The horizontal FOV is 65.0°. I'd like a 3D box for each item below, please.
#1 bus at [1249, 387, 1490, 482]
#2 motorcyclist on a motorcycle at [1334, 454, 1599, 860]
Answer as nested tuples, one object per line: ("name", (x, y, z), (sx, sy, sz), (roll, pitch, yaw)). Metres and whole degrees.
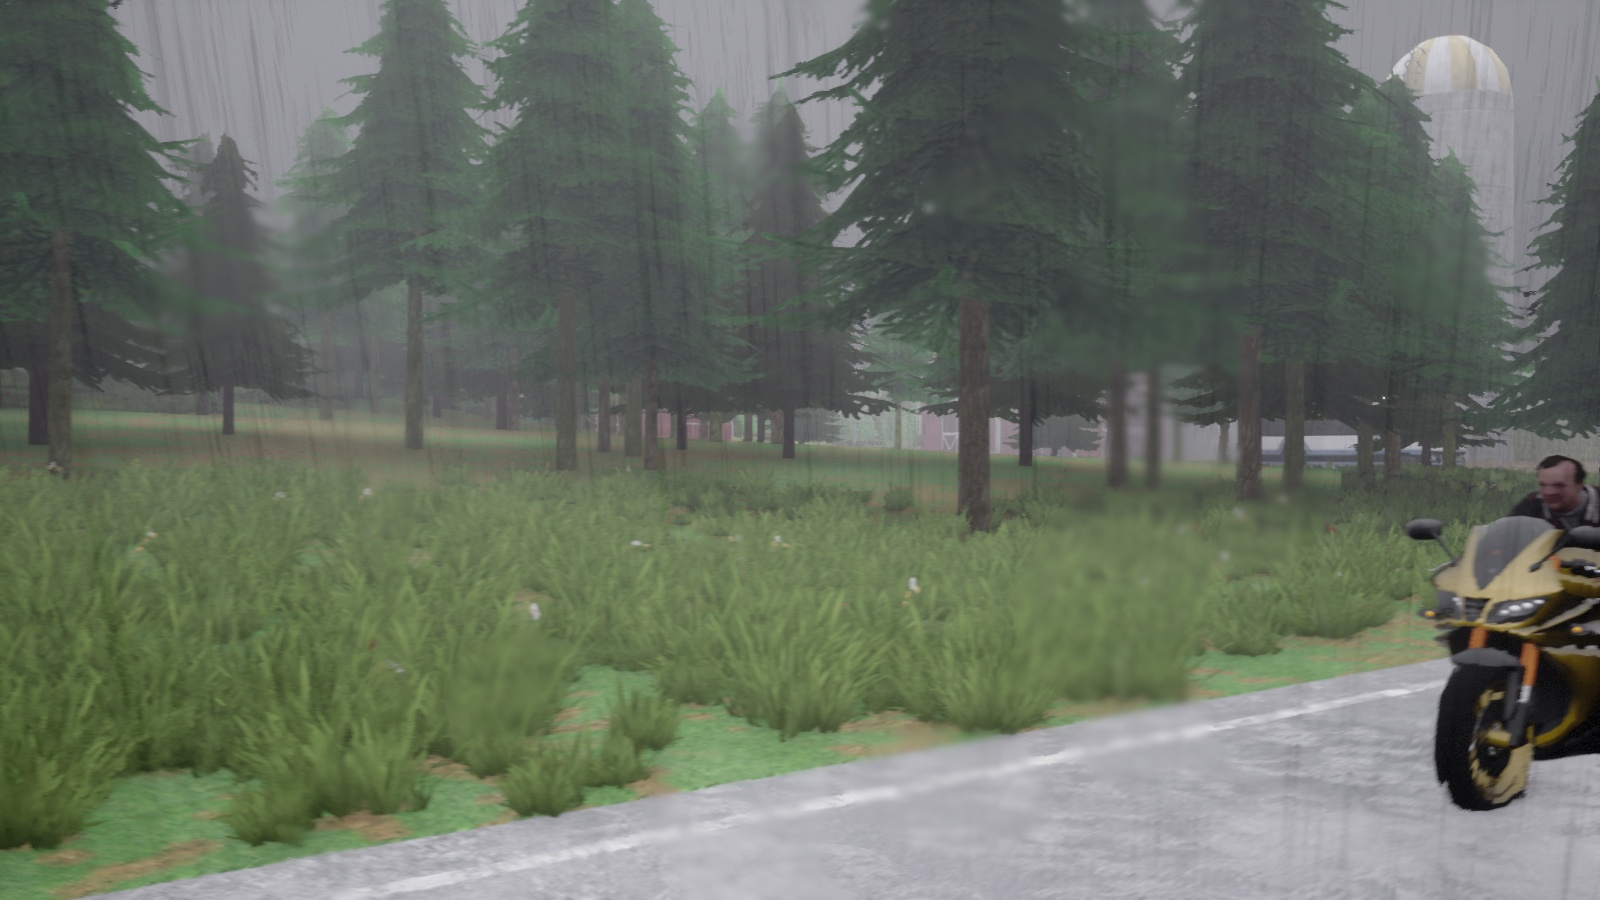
("bus", (27.780, -0.677, 61.935), (3.944, 4.253, 10.273), (0, 0, -34))
("motorcyclist on a motorcycle", (3.470, 0.786, 5.729), (2.191, 1.530, 0.866), (0, 0, -35))
